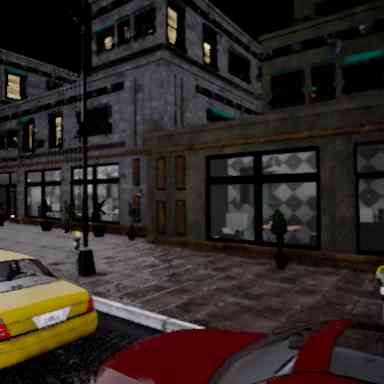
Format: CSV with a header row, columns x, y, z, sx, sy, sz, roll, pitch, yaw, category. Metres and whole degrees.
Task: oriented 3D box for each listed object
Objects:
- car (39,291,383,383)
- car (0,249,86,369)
x,y,z,sx,sy,sz,roll,pitch,yaw,category
1.043,1.582,2.141,4.206,1.307,1.802,0,-1,36,car
-3.608,1.518,5.459,4.829,1.417,1.752,0,-1,36,car
